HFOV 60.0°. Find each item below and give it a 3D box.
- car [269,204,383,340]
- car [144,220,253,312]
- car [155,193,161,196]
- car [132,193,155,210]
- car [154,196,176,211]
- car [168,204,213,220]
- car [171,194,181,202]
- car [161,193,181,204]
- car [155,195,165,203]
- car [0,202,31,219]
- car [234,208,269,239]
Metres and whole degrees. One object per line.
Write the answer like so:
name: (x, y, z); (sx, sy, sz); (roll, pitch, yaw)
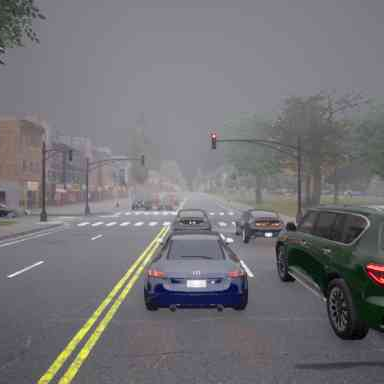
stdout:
car: (3.314, 1.235, 6.677); (2.150, 2.045, 5.566); (0, 0, 0)
car: (0.066, 1.583, 7.824); (1.994, 1.385, 4.181); (0, 0, 0)
car: (-6.692, 1.251, 56.093); (2.150, 2.045, 5.566); (0, 0, -1)
car: (-6.685, 1.330, 44.851); (2.150, 2.045, 5.566); (0, 0, 0)
car: (-3.427, 1.621, 42.917); (1.837, 1.490, 4.892); (0, 0, 0)
car: (0.010, 1.582, 16.711); (1.837, 1.490, 4.892); (0, 0, 1)
car: (-3.383, 1.247, 71.123); (2.097, 1.767, 4.553); (0, 1, 0)
car: (-3.451, 1.238, 56.287); (2.150, 2.045, 5.566); (0, 2, 0)
car: (-6.629, 1.434, 69.269); (1.812, 1.442, 4.674); (0, 1, 0)
car: (-16.800, 1.603, 29.162); (4.902, 1.511, 2.128); (1, 0, -2)
car: (3.263, 1.581, 16.539); (1.837, 1.490, 4.892); (0, 0, 0)
